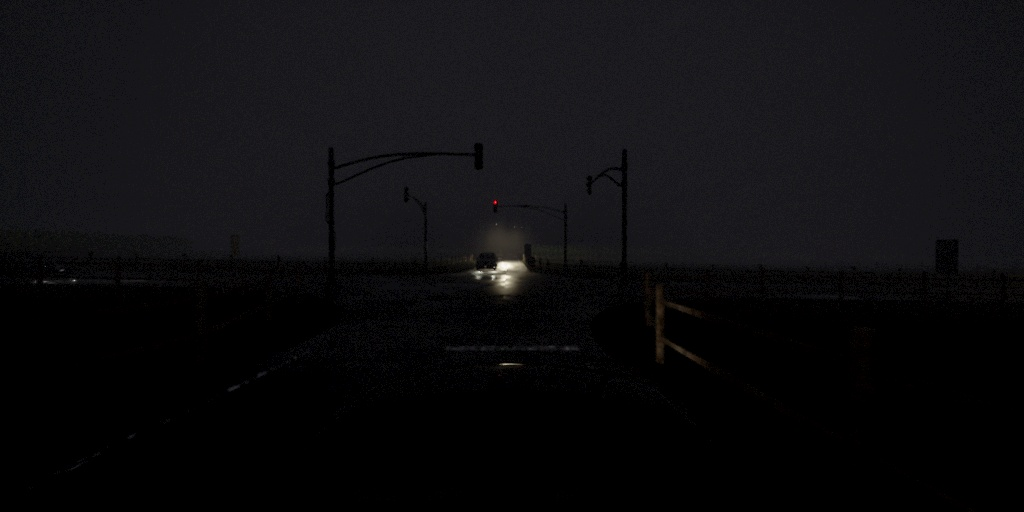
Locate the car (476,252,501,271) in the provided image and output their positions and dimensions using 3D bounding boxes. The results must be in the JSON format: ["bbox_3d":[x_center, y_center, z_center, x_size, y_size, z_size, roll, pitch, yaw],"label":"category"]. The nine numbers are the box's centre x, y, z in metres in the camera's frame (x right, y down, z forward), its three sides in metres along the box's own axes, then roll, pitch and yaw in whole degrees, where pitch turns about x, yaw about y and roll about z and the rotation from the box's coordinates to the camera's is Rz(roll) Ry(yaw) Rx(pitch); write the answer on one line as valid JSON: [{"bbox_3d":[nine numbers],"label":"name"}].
[{"bbox_3d":[-2.755,0.616,39.928,2.150,2.045,5.566,0,2,0],"label":"car"}]

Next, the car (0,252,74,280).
[{"bbox_3d":[-28.377,0.509,20.660,4.902,1.511,2.128,1,0,0],"label":"car"}]
